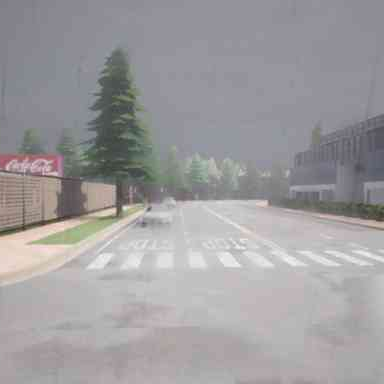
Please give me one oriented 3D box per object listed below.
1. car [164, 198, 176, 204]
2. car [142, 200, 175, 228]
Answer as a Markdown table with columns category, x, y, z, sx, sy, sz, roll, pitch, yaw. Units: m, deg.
| category | x | y | z | sx | sy | sz | roll | pitch | yaw |
| --- | --- | --- | --- | --- | --- | --- | --- | --- | --- |
| car | -3.357 | 1.527 | 47.788 | 1.812 | 1.442 | 4.674 | 0 | 0 | -1 |
| car | -2.271 | 1.541 | 22.276 | 1.812 | 1.442 | 4.674 | 0 | 0 | -3 |
